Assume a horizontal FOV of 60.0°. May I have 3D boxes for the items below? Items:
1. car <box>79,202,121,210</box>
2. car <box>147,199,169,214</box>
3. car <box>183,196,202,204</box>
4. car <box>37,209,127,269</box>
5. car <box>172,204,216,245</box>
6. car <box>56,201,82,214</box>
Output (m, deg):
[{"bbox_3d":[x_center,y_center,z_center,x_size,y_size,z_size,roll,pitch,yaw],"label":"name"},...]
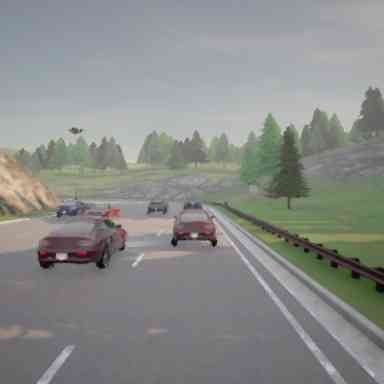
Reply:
[{"bbox_3d":[-6.913,1.557,26.050,1.895,1.301,4.718,0,0,0],"label":"car"},{"bbox_3d":[-3.417,1.435,34.045,2.128,1.511,4.902,0,0,0],"label":"car"},{"bbox_3d":[0.077,1.290,38.061,2.097,1.767,4.553,0,0,0],"label":"car"},{"bbox_3d":[-3.404,1.507,10.992,1.812,1.442,4.674,0,0,0],"label":"car"},{"bbox_3d":[0.093,1.501,15.152,1.812,1.442,4.674,0,0,0],"label":"car"},{"bbox_3d":[-10.414,1.477,29.389,1.812,1.442,4.674,0,0,0],"label":"car"}]
